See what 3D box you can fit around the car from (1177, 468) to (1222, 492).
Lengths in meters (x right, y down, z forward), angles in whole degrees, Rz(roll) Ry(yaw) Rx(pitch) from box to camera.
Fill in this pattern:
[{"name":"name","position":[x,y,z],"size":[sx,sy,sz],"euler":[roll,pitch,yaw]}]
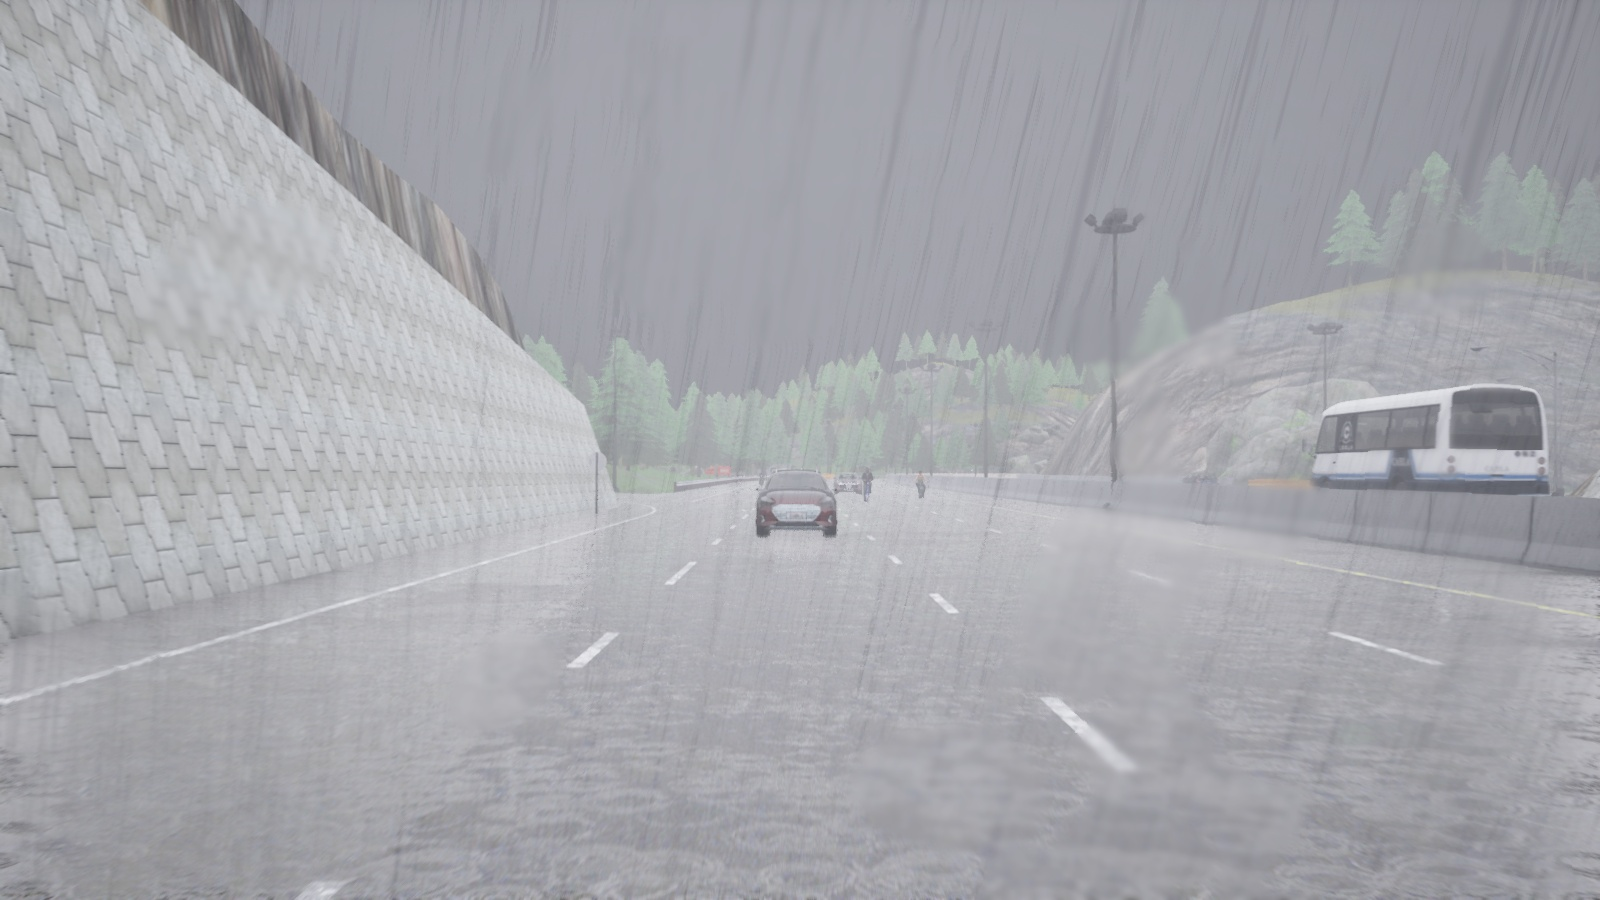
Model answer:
[{"name":"car","position":[27.787,2.065,87.402],"size":[1.851,1.617,3.988],"euler":[0,-1,0]}]

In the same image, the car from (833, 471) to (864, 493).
[{"name":"car","position":[3.290,2.213,86.403],"size":[1.970,1.475,3.806],"euler":[0,-1,0]}]

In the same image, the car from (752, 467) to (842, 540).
[{"name":"car","position":[-0.075,1.262,30.918],"size":[2.033,1.649,4.856],"euler":[0,-1,0]}]

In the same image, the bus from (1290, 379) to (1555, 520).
[{"name":"bus","position":[20.890,0.078,43.218],"size":[3.944,4.253,10.273],"euler":[0,-1,0]}]
